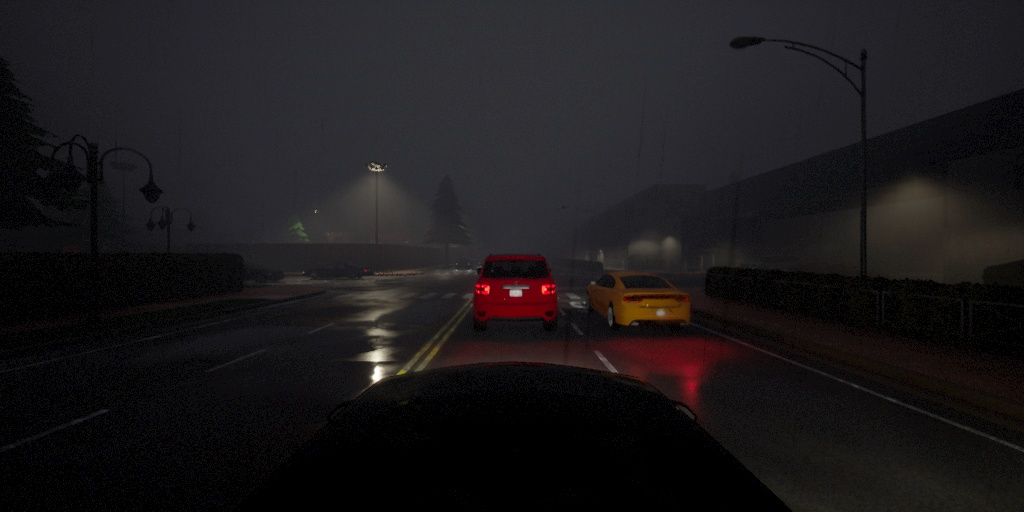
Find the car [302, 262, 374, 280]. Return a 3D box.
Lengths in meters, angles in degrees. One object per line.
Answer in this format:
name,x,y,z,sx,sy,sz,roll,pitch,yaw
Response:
car,-14.508,1.235,30.095,5.357,1.411,2.033,0,0,-2

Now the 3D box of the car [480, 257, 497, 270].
car,-3.287,1.023,50.793,2.097,1.767,4.553,0,0,1

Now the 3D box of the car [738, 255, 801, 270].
car,24.534,0.919,33.934,5.566,2.045,2.150,0,0,0

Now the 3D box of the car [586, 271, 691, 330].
car,3.594,1.212,11.094,1.882,1.535,5.008,0,0,0

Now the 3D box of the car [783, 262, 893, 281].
car,21.293,1.262,23.335,5.357,1.411,2.033,0,0,2

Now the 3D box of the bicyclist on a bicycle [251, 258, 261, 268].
bicyclist on a bicycle,-25.137,0.982,35.229,0.582,1.620,1.656,0,0,0

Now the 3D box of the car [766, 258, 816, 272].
car,24.933,1.181,30.432,5.008,1.535,1.882,0,0,0

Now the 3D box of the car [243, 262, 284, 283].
car,-19.437,1.171,26.230,5.008,1.535,1.882,0,0,0

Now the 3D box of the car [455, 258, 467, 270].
car,-6.783,1.022,51.151,2.097,1.767,4.553,0,0,1

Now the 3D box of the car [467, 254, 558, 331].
car,0.071,0.956,11.042,2.150,2.045,5.566,0,0,0
